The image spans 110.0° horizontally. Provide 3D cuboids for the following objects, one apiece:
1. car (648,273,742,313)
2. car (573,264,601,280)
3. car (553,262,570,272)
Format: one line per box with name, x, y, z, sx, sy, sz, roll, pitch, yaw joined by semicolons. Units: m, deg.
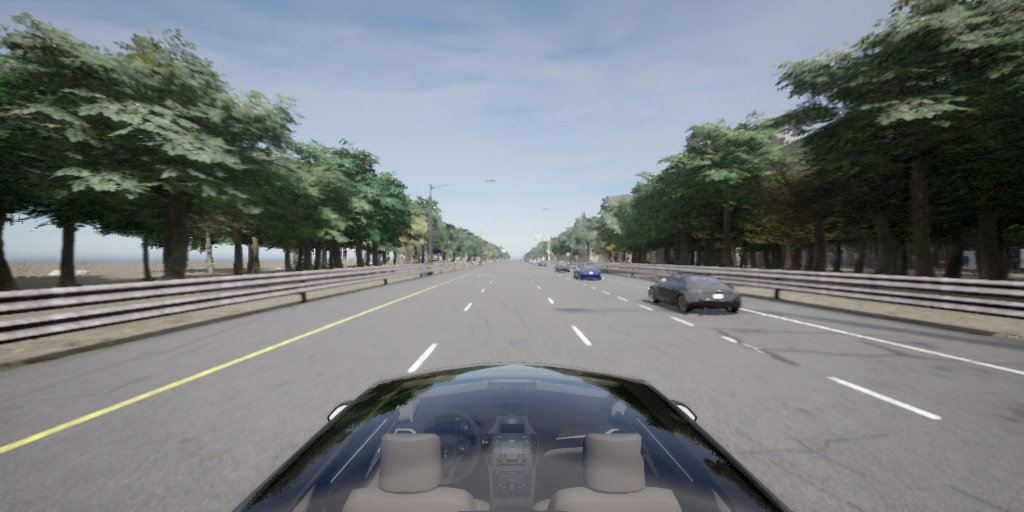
car;7.005;1.347;14.186;1.994;1.385;4.181;0;0;0
car;7.051;1.468;33.937;1.994;1.385;4.181;0;0;0
car;7.130;1.590;51.926;2.033;1.411;5.357;0;0;0
